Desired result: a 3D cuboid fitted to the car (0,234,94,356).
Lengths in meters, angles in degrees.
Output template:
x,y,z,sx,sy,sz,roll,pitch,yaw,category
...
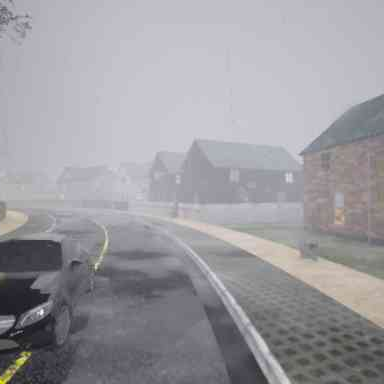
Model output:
x,y,z,sx,sy,sz,roll,pitch,yaw,category
-3.018,1.594,6.310,1.812,1.442,4.674,0,-1,-9,car
